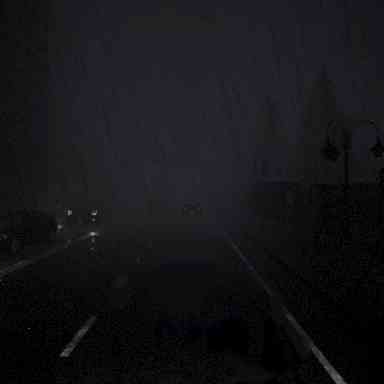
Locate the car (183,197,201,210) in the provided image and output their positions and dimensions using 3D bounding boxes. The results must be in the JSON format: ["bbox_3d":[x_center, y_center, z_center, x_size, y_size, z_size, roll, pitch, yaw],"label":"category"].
[{"bbox_3d":[-0.023,1.438,42.041,2.128,1.511,4.902,0,0,0],"label":"car"}]

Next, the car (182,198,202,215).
[{"bbox_3d":[-0.018,1.559,33.005,1.895,1.301,4.718,0,0,0],"label":"car"}]

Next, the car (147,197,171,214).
[{"bbox_3d":[-3.420,1.434,34.254,1.882,1.535,5.008,0,0,0],"label":"car"}]

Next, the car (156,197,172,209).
[{"bbox_3d":[-3.888,1.429,45.986,2.128,1.511,4.902,0,0,-5],"label":"car"}]

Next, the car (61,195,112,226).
[{"bbox_3d":[-7.075,1.323,23.274,2.097,1.767,4.553,0,0,0],"label":"car"}]

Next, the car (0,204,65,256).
[{"bbox_3d":[-7.089,1.461,13.238,1.882,1.535,5.008,0,0,0],"label":"car"}]

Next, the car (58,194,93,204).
[{"bbox_3d":[-10.543,1.183,30.731,2.150,2.045,5.566,0,0,0],"label":"car"}]

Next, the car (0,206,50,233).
[{"bbox_3d":[-10.586,1.575,20.264,1.895,1.301,4.718,0,0,0],"label":"car"}]
